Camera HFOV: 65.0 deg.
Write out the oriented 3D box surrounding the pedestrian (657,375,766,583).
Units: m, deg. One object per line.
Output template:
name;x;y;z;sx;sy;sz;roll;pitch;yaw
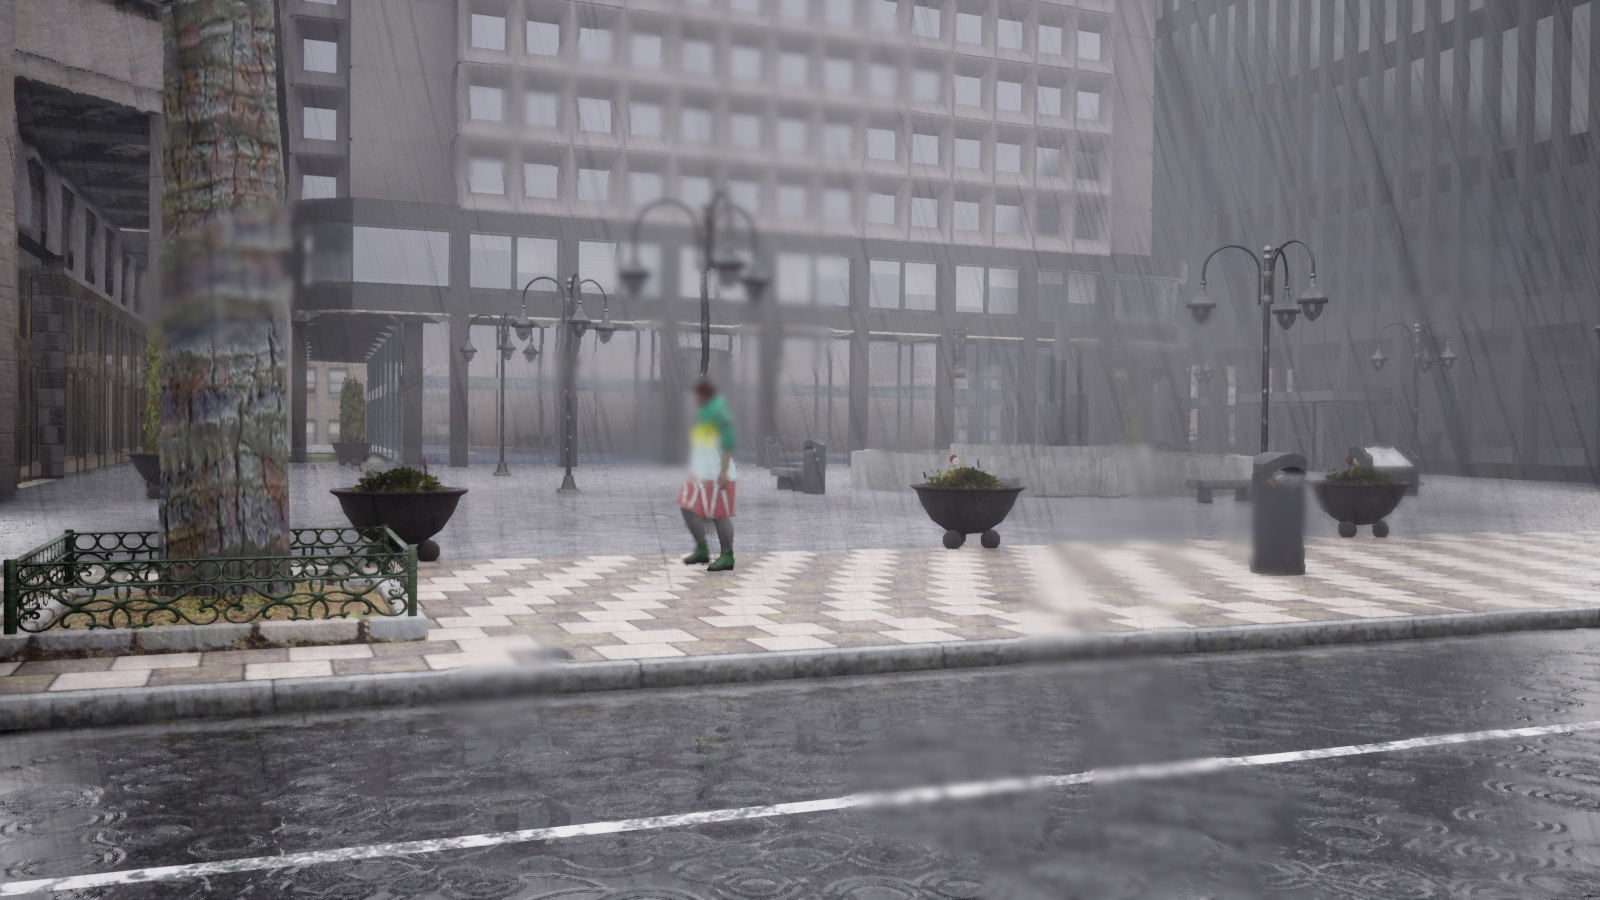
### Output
pedestrian;-0.868;0.265;12.257;0.873;1.952;0.659;-1;1;-23
